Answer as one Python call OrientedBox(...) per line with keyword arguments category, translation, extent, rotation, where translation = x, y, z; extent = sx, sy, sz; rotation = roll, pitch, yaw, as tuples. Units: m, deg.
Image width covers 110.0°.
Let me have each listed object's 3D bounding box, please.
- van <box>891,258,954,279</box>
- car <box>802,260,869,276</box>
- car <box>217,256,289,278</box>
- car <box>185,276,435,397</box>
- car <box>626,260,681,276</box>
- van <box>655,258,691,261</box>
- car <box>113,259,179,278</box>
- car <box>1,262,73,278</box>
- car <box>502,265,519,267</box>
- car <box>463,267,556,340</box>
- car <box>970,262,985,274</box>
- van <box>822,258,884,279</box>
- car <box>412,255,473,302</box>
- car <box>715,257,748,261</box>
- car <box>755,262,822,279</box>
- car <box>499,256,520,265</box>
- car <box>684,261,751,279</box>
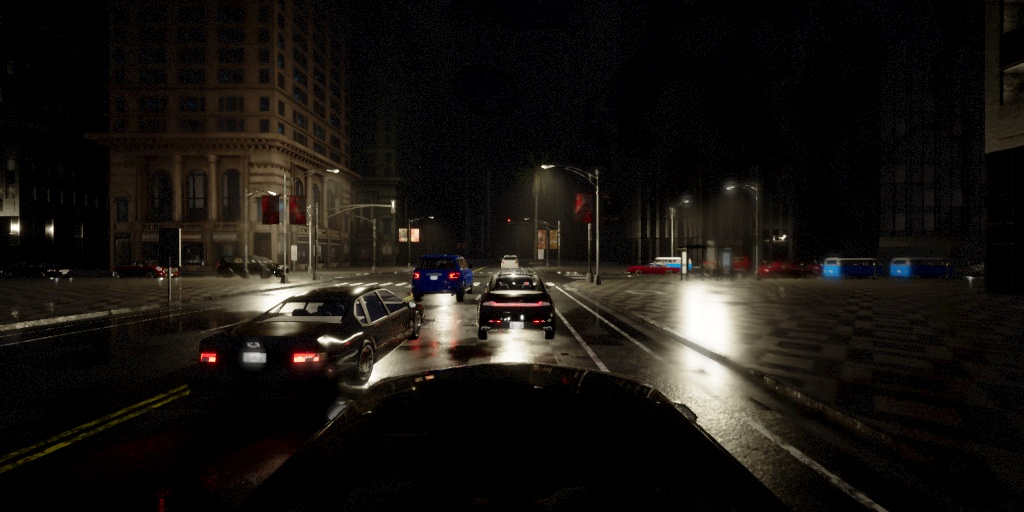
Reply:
OrientedBox(category="van", translation=(34.101, 1.080, 29.838), extent=(3.998, 1.789, 1.690), rotation=(0, 0, 0))
OrientedBox(category="car", translation=(32.090, 1.200, 35.691), extent=(5.008, 1.535, 1.882), rotation=(0, 0, 0))
OrientedBox(category="car", translation=(-23.445, 0.996, 32.528), extent=(5.566, 2.045, 2.150), rotation=(0, 0, 0))
OrientedBox(category="car", translation=(-3.148, 1.297, 6.912), extent=(2.033, 1.411, 5.357), rotation=(0, 0, 0))
OrientedBox(category="car", translation=(13.892, 1.334, 35.691), extent=(4.718, 1.301, 1.895), rotation=(0, 0, 2))
OrientedBox(category="van", translation=(17.064, 1.065, 38.356), extent=(3.998, 1.789, 1.690), rotation=(0, 0, 0))
OrientedBox(category="car", translation=(-33.164, 1.137, 32.582), extent=(4.553, 1.767, 2.097), rotation=(0, 0, 0))
OrientedBox(category="car", translation=(-43.147, 1.289, 32.635), extent=(4.902, 1.511, 2.128), rotation=(0, 0, 0))
OrientedBox(category="car", translation=(0.084, 1.351, 19.096), extent=(1.895, 1.301, 4.718), rotation=(0, 0, 0))
OrientedBox(category="car", translation=(0.093, 1.240, 9.981), extent=(2.128, 1.511, 4.902), rotation=(0, 0, 0))
OrientedBox(category="car", translation=(48.578, 1.052, 35.604), extent=(4.674, 1.442, 1.812), rotation=(0, 0, 0))
OrientedBox(category="van", translation=(28.425, 1.082, 29.836), extent=(3.998, 1.789, 1.690), rotation=(0, 0, 0))
OrientedBox(category="car", translation=(-3.152, 0.972, 17.153), extent=(2.150, 2.045, 5.566), rotation=(0, 0, 0))
OrientedBox(category="car", translation=(22.741, 1.035, 38.358), extent=(5.009, 1.841, 2.192), rotation=(0, 0, 0))
OrientedBox(category="car", translation=(22.747, 1.326, 29.833), extent=(4.207, 1.307, 1.802), rotation=(0, 0, 0))
OrientedBox(category="car", translation=(-0.182, 0.973, 47.749), extent=(2.150, 2.045, 5.566), rotation=(0, 0, 2))
OrientedBox(category="car", translation=(17.069, 1.299, 29.831), extent=(4.403, 1.370, 2.007), rotation=(0, 0, 0))
